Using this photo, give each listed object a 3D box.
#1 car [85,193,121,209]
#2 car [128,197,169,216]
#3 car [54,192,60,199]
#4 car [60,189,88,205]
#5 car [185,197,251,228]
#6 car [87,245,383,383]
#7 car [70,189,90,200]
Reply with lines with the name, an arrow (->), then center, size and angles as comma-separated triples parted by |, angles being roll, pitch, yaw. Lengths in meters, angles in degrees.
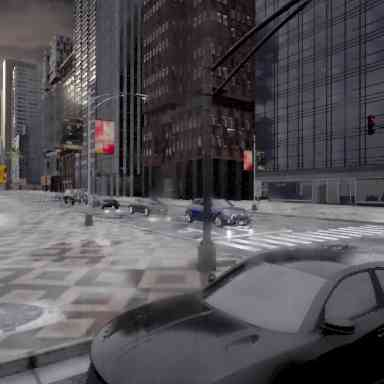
car -> -9.703, 1.095, 36.655 | 2.033, 1.411, 5.357 | 0, 1, -35
car -> -3.760, 1.182, 28.222 | 1.837, 1.490, 4.892 | 0, 1, -35
car -> -25.502, 0.700, 65.012 | 2.033, 1.411, 5.357 | 0, 1, -35
car -> -15.840, 0.635, 45.419 | 2.150, 2.045, 5.566 | 0, 1, -35
car -> 1.531, 1.148, 20.724 | 2.097, 1.767, 4.553 | 0, 1, -35
car -> 1.339, 1.476, 3.990 | 5.008, 1.535, 1.882 | 0, 0, -31
car -> -22.340, 0.393, 66.152 | 2.150, 2.045, 5.566 | 0, 1, -35
